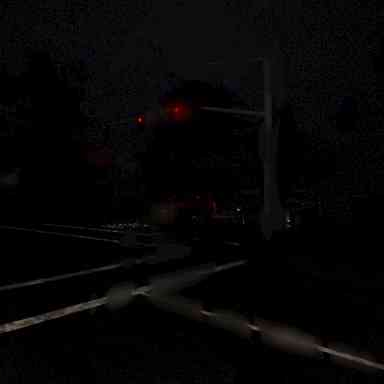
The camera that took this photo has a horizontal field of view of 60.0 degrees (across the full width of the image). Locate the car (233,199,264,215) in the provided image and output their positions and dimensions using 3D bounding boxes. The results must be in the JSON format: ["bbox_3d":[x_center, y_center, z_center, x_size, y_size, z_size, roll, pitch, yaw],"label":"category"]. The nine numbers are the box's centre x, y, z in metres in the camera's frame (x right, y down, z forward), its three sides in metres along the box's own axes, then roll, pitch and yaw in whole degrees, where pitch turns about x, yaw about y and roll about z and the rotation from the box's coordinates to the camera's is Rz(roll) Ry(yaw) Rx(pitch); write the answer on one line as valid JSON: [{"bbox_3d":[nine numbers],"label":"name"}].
[{"bbox_3d":[6.165,1.491,34.491,2.128,1.511,4.902,0,0,41],"label":"car"}]

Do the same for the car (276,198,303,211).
[{"bbox_3d":[12.262,1.526,41.513,1.812,1.442,4.674,0,0,41],"label":"car"}]

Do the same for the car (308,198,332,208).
[{"bbox_3d":[18.891,1.601,49.123,1.895,1.301,4.718,0,0,41],"label":"car"}]

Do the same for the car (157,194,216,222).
[{"bbox_3d":[-0.342,1.221,27.004,2.150,2.045,5.566,0,0,41],"label":"car"}]
